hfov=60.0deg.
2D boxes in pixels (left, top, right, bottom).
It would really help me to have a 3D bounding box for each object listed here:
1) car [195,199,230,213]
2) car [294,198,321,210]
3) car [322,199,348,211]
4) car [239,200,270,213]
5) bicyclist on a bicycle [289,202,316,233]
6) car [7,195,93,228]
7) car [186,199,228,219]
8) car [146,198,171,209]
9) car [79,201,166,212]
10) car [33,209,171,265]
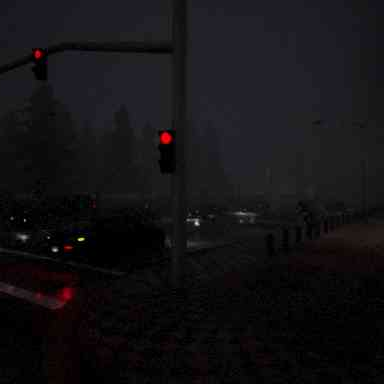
[{"bbox_3d":[2.458,1.559,37.996,1.812,1.442,4.674,0,0,35],"label":"car"},{"bbox_3d":[14.762,1.590,43.097,1.837,1.490,4.892,0,0,35],"label":"car"},{"bbox_3d":[18.135,1.623,41.830,1.812,1.442,4.674,0,0,35],"label":"car"},{"bbox_3d":[7.402,1.601,38.956,2.033,1.411,5.357,0,0,35],"label":"car"},{"bbox_3d":[5.939,1.338,17.645,1.656,1.620,0.582,0,0,35],"label":"bicyclist on a bicycle"},{"bbox_3d":[-8.899,1.201,21.676,2.150,2.045,5.566,0,0,35],"label":"car"},{"bbox_3d":[1.334,1.572,30.257,2.033,1.411,5.357,0,0,35],"label":"car"},{"bbox_3d":[-3.390,1.358,29.594,2.097,1.767,4.553,0,0,35],"label":"car"},{"bbox_3d":[-4.417,1.544,21.993,2.033,1.411,5.357,0,0,35],"label":"car"},{"bbox_3d":[-2.857,1.523,11.828,1.812,1.442,4.674,-1,0,31],"label":"car"}]
